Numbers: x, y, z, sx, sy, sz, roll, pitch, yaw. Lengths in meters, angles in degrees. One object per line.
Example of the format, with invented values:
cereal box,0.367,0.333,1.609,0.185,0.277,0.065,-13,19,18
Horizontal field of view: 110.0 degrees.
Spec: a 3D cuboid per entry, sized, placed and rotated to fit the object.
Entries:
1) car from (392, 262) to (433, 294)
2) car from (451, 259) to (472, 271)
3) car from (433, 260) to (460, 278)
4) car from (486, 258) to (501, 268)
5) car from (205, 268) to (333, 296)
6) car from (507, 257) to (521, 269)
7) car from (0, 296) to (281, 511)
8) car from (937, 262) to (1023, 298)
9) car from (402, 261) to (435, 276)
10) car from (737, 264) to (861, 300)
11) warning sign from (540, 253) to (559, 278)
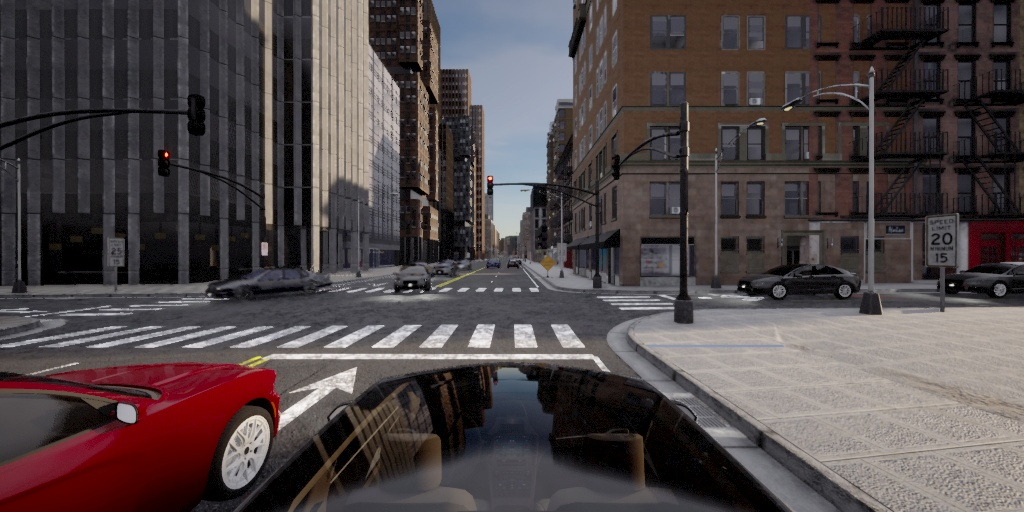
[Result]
car,-5.704,1.258,20.736,1.837,1.490,4.892,-1,0,-12
car,-6.489,1.252,48.265,2.128,1.511,4.902,0,0,0
car,-6.529,1.319,34.365,1.994,1.385,4.181,0,0,0
car,-3.068,1.119,59.494,2.097,1.767,4.553,0,0,1
car,-12.248,1.337,18.547,2.033,1.411,5.357,0,1,36
car,0.175,1.271,58.745,1.837,1.490,4.892,0,0,0
car,-3.153,1.228,1.421,1.882,1.535,5.008,0,0,0
car,22.301,1.048,16.197,4.892,1.490,1.837,0,0,0
car,-9.773,1.304,37.846,2.033,1.411,5.357,0,0,0
car,12.904,1.116,16.278,4.892,1.490,1.837,0,0,-1
warning sign,2.909,0.868,29.142,1.300,1.860,1.060,0,0,0
